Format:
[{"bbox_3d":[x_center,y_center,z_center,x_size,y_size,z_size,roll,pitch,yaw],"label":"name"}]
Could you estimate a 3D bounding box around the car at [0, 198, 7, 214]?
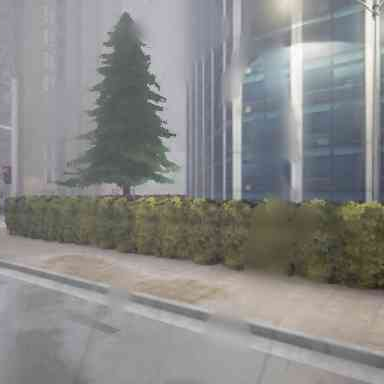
[{"bbox_3d":[-18.870,1.352,32.071,2.097,1.767,4.553,0,0,36],"label":"car"}]
